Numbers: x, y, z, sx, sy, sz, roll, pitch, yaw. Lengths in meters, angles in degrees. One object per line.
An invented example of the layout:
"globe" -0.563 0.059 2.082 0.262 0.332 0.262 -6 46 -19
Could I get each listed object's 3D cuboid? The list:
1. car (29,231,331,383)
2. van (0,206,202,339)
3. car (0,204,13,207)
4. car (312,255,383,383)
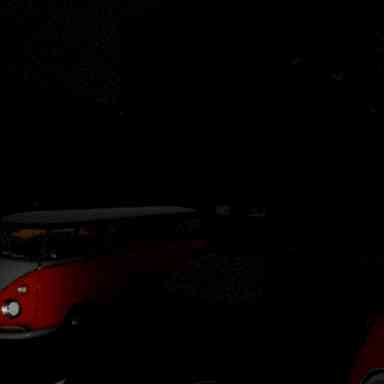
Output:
"car" 0.688 1.494 4.785 2.097 1.535 5.008 0 0 35
"van" -1.630 1.288 6.288 1.878 1.987 4.442 -1 0 35
"car" -6.036 1.301 9.608 2.435 2.045 5.566 0 0 35
"car" 2.947 1.350 3.206 2.185 1.767 4.553 0 0 35
